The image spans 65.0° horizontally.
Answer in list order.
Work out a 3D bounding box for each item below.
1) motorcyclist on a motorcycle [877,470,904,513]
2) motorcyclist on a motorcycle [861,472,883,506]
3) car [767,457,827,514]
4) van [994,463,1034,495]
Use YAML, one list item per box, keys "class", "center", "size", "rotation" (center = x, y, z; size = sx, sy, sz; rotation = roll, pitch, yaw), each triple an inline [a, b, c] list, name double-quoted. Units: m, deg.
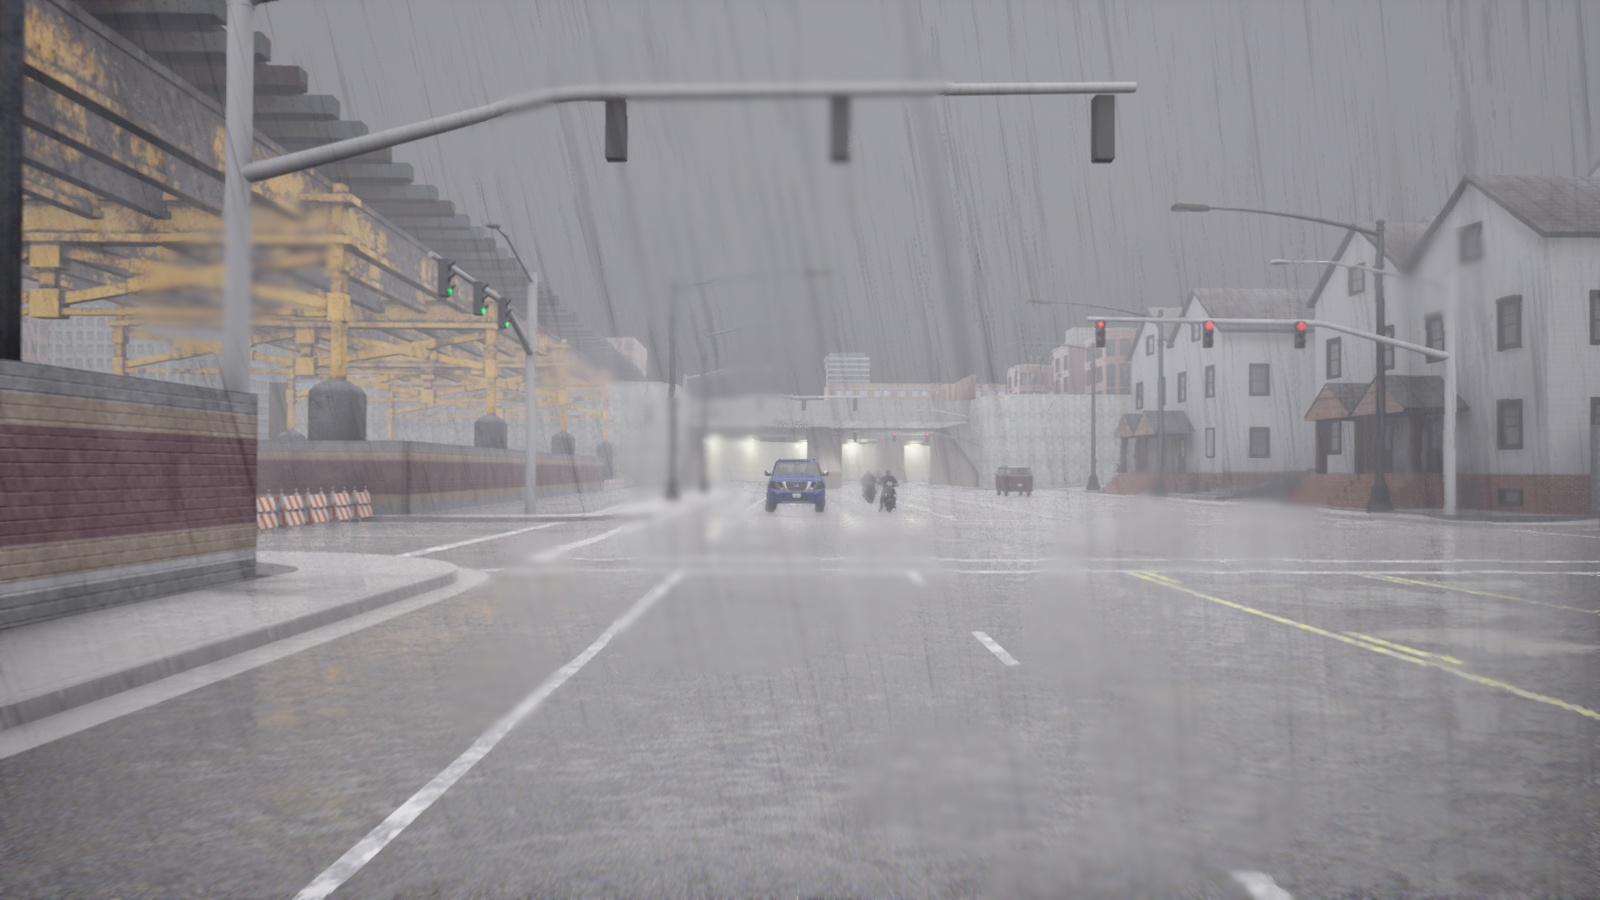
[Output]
- class: "motorcyclist on a motorcycle"
  center: [3.396, 1.545, 47.203]
  size: [0.866, 1.590, 1.817]
  rotation: [0, -1, 0]
- class: "motorcyclist on a motorcycle"
  center: [3.368, 1.813, 58.911]
  size: [0.866, 1.530, 2.191]
  rotation: [0, -1, 0]
- class: "car"
  center: [-0.108, 1.344, 48.394]
  size: [2.150, 2.045, 5.566]
  rotation: [0, -1, 0]
- class: "van"
  center: [13.846, 1.876, 81.480]
  size: [1.775, 1.987, 4.442]
  rotation: [0, -1, -1]
